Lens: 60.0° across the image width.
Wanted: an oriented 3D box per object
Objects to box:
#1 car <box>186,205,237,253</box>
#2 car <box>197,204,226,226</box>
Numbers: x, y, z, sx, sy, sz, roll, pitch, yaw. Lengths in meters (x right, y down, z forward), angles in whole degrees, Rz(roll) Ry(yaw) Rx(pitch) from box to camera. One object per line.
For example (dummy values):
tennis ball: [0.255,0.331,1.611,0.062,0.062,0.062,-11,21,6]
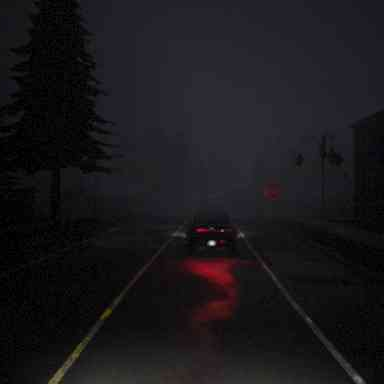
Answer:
car: [0.797,1.496,13.732,1.837,1.490,4.892,0,0,3]
car: [1.429,1.586,24.138,1.895,1.301,4.718,0,0,4]
